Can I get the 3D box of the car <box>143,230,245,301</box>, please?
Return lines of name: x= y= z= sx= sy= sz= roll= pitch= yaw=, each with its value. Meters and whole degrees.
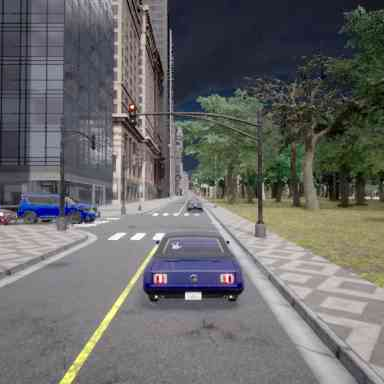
car: x=0.020 y=1.607 z=8.278 sx=1.895 sy=1.301 sz=4.718 roll=0 pitch=0 yaw=0

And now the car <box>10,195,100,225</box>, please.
car: x=-9.316 y=1.210 z=23.347 sx=5.566 sy=2.045 sz=2.150 roll=0 pitch=-1 yaw=8

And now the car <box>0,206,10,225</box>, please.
car: x=-13.497 y=1.372 z=21.296 sx=4.097 sy=1.590 sz=1.967 roll=0 pitch=-2 yaw=-1

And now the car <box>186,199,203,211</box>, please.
car: x=0.308 y=1.633 z=41.298 sx=2.033 sy=1.411 sz=5.357 roll=0 pitch=0 yaw=-2

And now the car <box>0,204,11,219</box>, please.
car: x=-18.944 y=1.727 z=29.819 sx=4.313 sy=1.339 sz=1.947 roll=0 pitch=-1 yaw=0
